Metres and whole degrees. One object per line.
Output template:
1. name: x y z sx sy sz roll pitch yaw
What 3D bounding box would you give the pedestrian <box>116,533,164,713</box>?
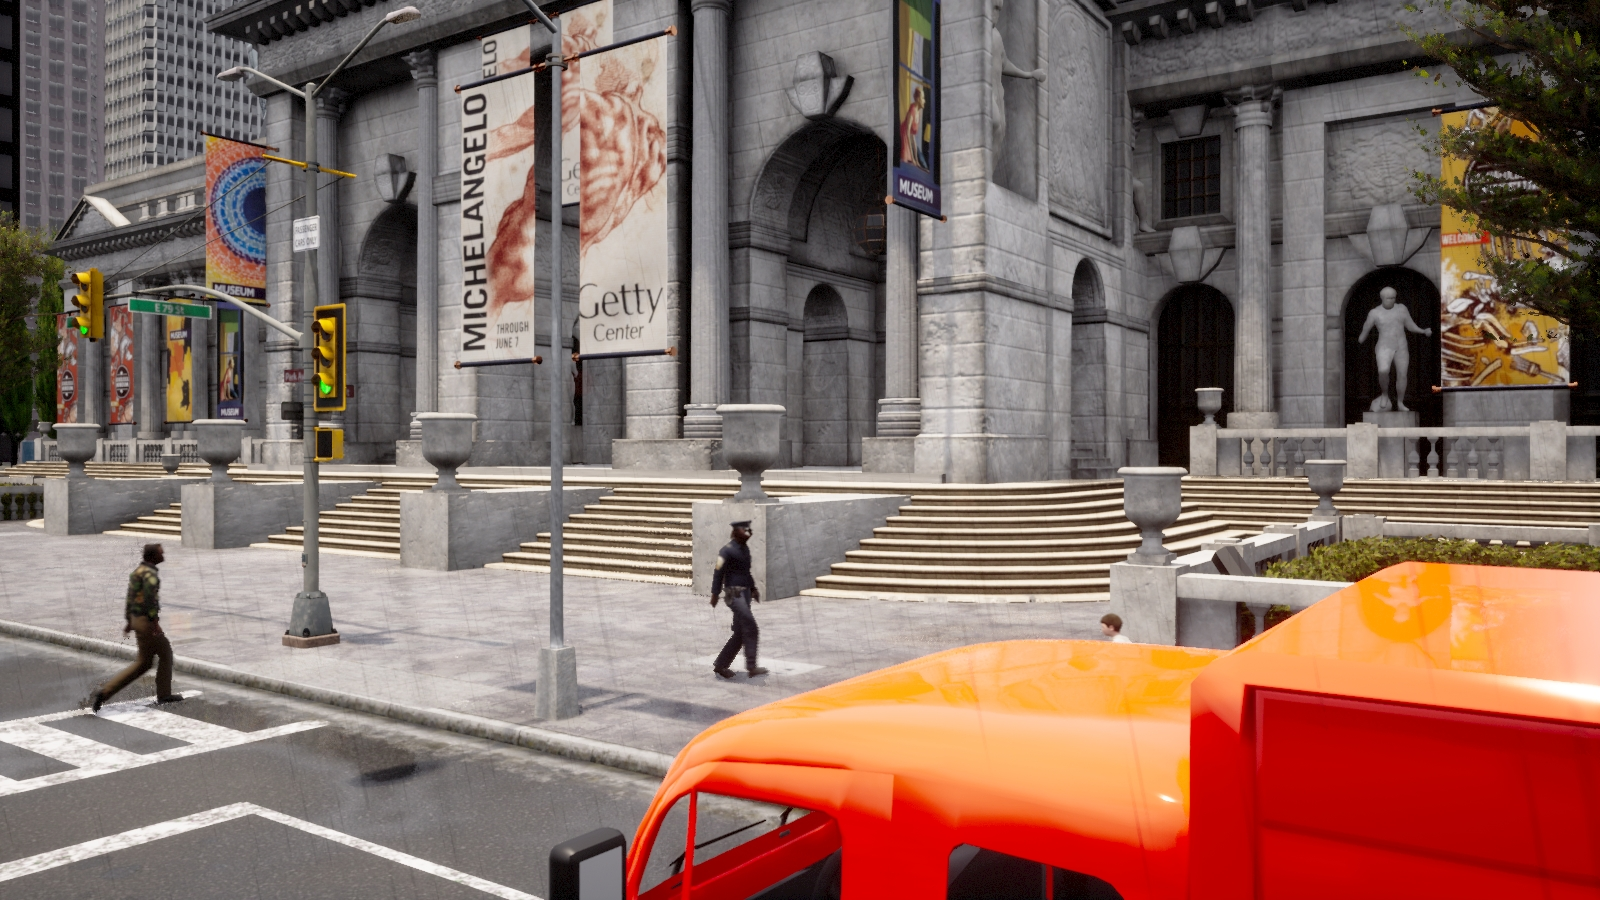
1. pedestrian: -7.109 1.842 12.301 0.375 1.860 0.375 0 0 -43

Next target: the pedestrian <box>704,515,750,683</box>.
1. pedestrian: -0.838 1.693 13.137 0.375 1.860 0.375 0 0 31

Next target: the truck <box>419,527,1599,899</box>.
1. truck: 1.936 1.565 2.414 5.204 2.467 2.627 0 0 35

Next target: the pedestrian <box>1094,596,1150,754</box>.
1. pedestrian: 2.848 1.974 10.109 0.375 1.300 0.375 0 0 34
